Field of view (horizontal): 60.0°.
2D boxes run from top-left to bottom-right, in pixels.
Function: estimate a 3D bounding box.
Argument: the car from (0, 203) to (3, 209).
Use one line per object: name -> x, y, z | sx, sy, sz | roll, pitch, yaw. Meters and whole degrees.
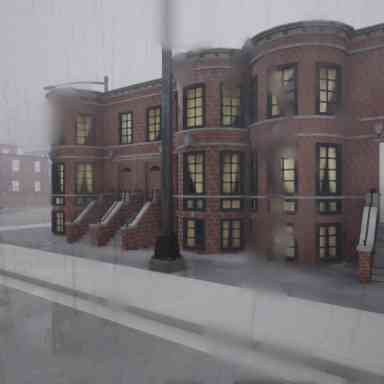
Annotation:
car -> -23.391, 1.547, 35.755 | 2.033, 1.411, 5.357 | 0, 0, 35
